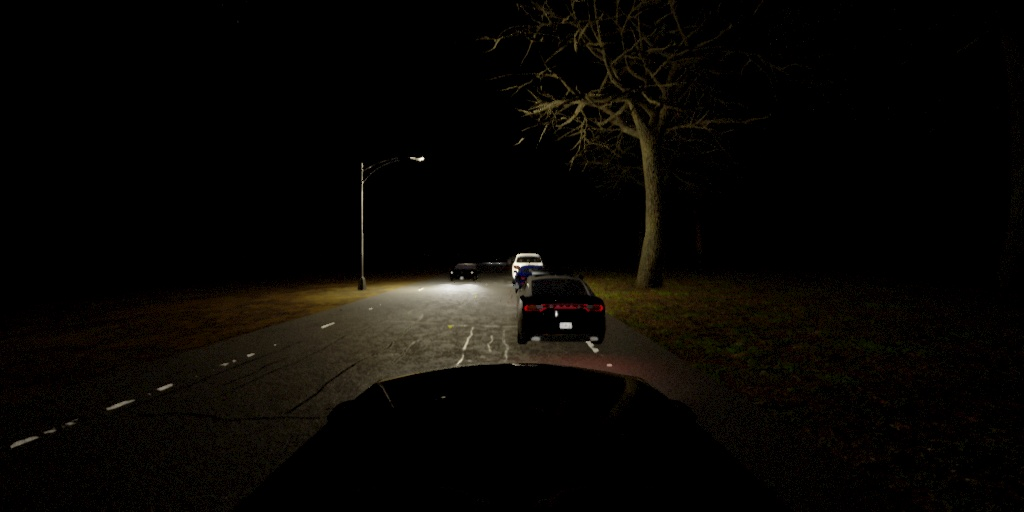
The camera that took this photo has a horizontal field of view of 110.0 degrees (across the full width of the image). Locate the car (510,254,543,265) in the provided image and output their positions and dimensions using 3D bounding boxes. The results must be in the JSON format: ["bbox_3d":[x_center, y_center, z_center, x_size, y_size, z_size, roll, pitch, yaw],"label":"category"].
[{"bbox_3d":[1.089,0.876,25.548,2.150,2.045,5.566,0,0,0],"label":"car"}]

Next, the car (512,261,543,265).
[{"bbox_3d":[1.079,1.212,19.519,1.812,1.442,4.674,0,0,0],"label":"car"}]

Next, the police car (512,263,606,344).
[{"bbox_3d":[1.063,1.153,9.628,1.930,1.638,5.238,0,0,0],"label":"police car"}]

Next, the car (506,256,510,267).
[{"bbox_3d":[0.149,0.838,54.524,1.812,1.442,4.674,0,1,0],"label":"car"}]

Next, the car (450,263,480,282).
[{"bbox_3d":[-3.555,1.239,27.653,1.895,1.301,4.718,0,0,0],"label":"car"}]
